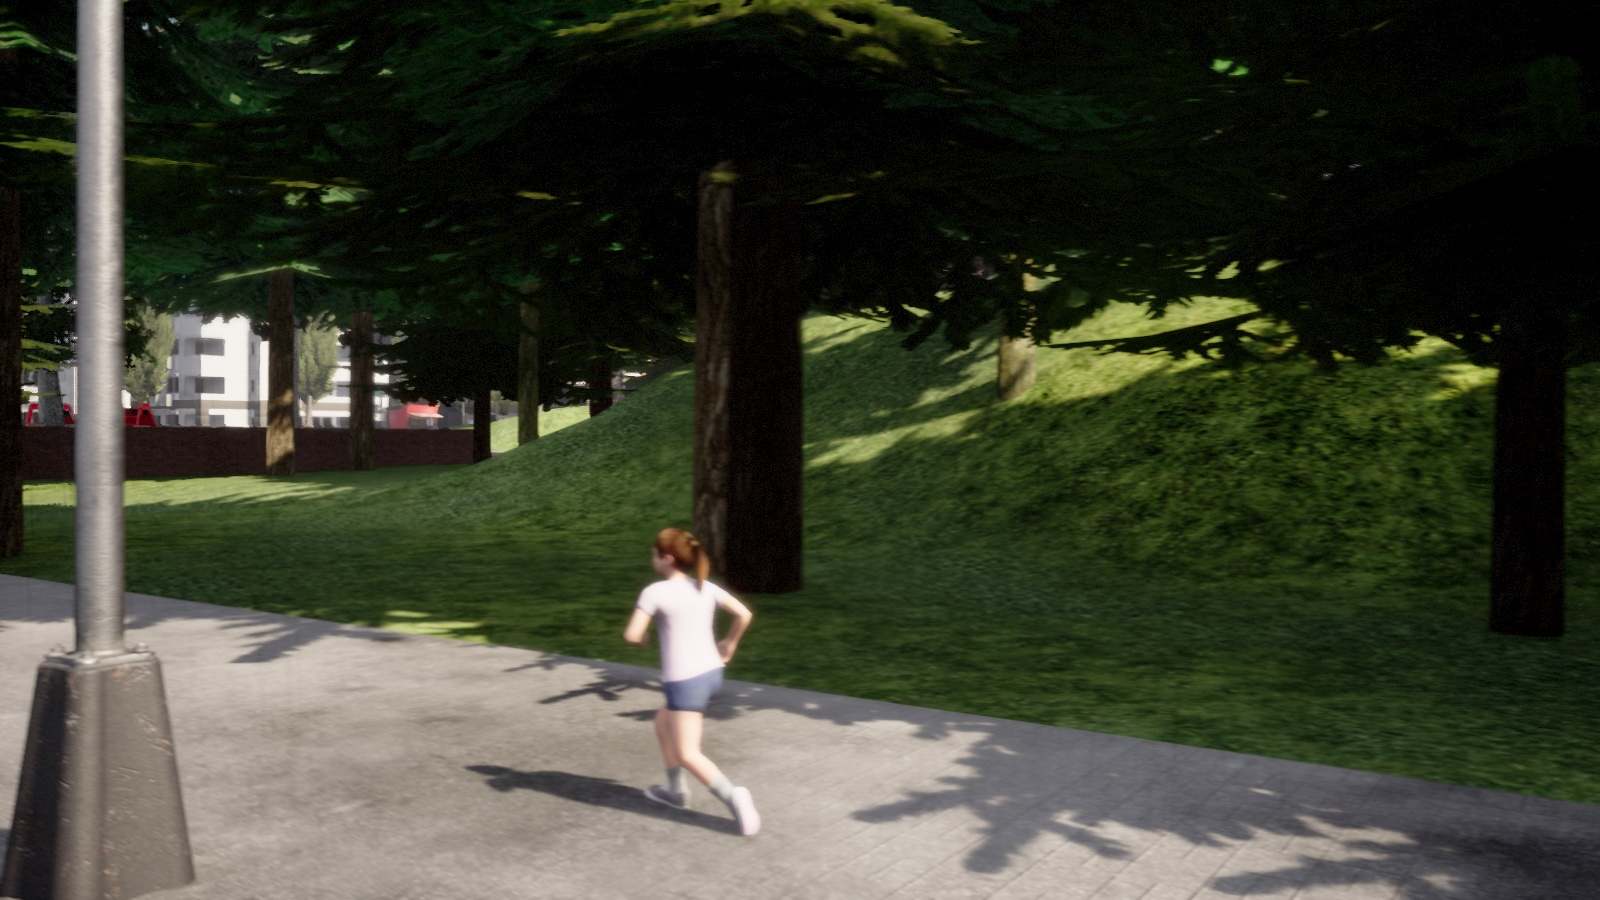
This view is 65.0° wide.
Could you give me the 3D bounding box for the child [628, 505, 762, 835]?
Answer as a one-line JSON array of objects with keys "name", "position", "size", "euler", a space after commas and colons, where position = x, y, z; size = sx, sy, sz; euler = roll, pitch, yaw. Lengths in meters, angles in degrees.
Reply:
[{"name": "child", "position": [-0.377, 0.763, 4.511], "size": [0.394, 1.110, 0.255], "euler": [0, 1, 33]}]
